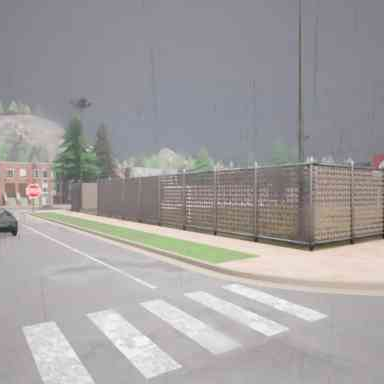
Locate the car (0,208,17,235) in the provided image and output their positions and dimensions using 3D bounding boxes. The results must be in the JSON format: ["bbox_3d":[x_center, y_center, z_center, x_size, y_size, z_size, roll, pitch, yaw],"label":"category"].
[{"bbox_3d":[-10.791,1.557,18.086,1.994,1.385,4.181,0,0,-34],"label":"car"}]
